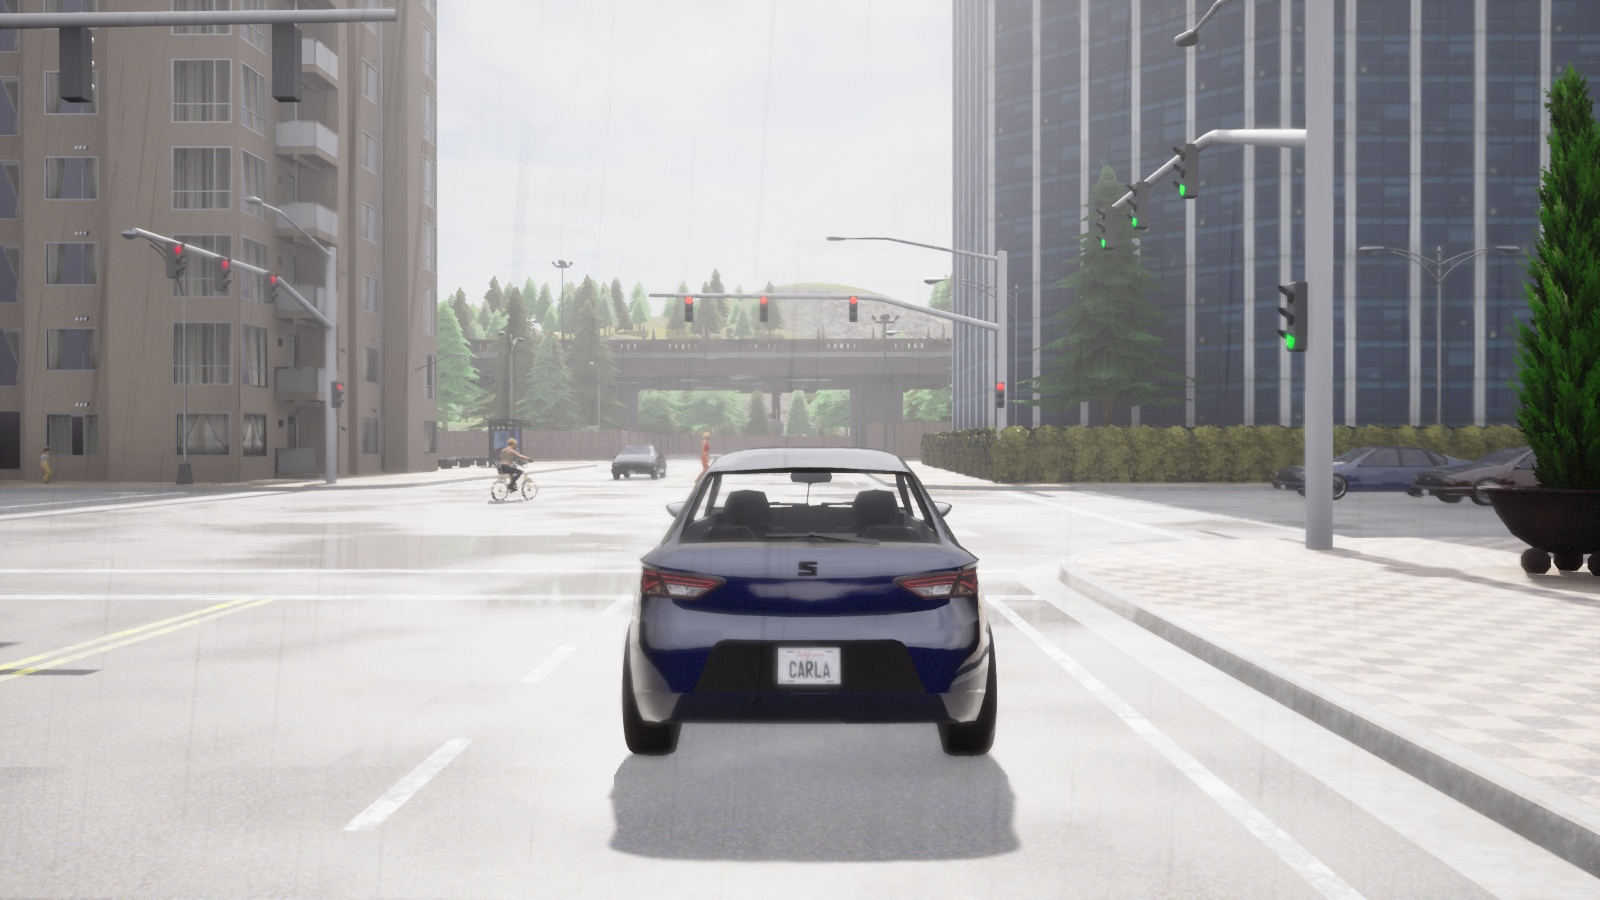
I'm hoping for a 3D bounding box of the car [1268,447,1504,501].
[{"bbox_3d":[15.528,0.617,33.483,5.357,1.411,2.033,0,0,0],"label":"car"}]

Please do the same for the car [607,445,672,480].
[{"bbox_3d":[-6.708,0.490,52.943,2.033,1.411,5.357,0,0,0],"label":"car"}]

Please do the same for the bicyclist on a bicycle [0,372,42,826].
[{"bbox_3d":[-3.463,0.590,4.253,0.659,1.776,1.843,0,1,0],"label":"bicyclist on a bicycle"}]

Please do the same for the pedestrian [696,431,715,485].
[{"bbox_3d":[-3.183,0.272,42.493,0.594,1.836,0.345,0,0,6],"label":"pedestrian"}]

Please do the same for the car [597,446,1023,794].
[{"bbox_3d":[0.054,0.718,7.450,1.816,1.474,4.193,0,0,0],"label":"car"}]

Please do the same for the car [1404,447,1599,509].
[{"bbox_3d":[17.599,0.638,29.991,5.357,1.411,2.033,0,0,0],"label":"car"}]

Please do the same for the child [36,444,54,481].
[{"bbox_3d":[-25.605,0.424,42.579,0.437,1.263,0.270,0,0,1],"label":"child"}]

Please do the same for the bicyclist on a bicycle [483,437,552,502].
[{"bbox_3d":[-7.259,0.495,32.271,0.866,1.612,1.509,-1,-1,38],"label":"bicyclist on a bicycle"}]
